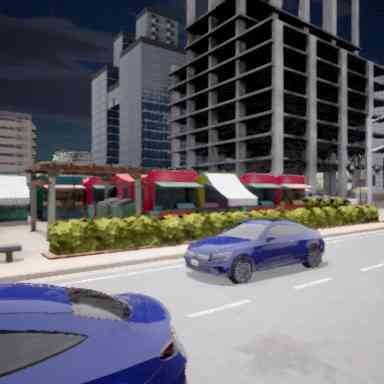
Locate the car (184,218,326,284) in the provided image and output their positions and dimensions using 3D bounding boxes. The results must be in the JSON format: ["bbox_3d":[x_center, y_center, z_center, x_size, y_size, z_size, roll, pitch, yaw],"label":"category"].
[{"bbox_3d":[1.983,1.510,9.635,4.674,1.442,1.812,0,0,-35],"label":"car"}]

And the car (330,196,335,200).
[{"bbox_3d":[25.235,0.984,63.544,1.905,1.878,3.866,0,0,-36],"label":"car"}]

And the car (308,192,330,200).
[{"bbox_3d":[22.843,0.991,61.832,1.905,1.878,3.866,0,0,-36],"label":"car"}]

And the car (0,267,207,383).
[{"bbox_3d":[-2.196,1.527,2.400,4.674,1.442,1.812,0,0,-36],"label":"car"}]
